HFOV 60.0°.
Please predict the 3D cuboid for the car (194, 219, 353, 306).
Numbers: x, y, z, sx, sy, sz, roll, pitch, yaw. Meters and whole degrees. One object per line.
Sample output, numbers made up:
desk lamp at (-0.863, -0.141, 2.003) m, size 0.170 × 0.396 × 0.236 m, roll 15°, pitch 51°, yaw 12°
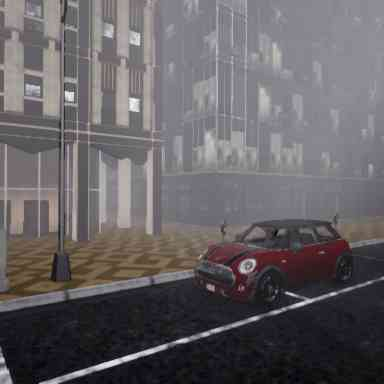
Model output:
car at (2.008, 1.438, 7.985) m, size 4.097 × 1.590 × 1.967 m, roll 0°, pitch 0°, yaw -36°
